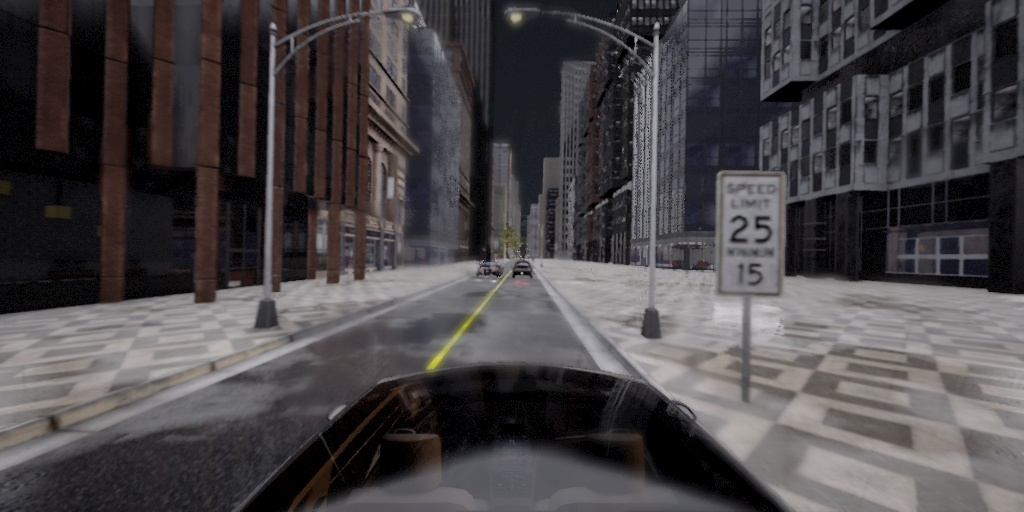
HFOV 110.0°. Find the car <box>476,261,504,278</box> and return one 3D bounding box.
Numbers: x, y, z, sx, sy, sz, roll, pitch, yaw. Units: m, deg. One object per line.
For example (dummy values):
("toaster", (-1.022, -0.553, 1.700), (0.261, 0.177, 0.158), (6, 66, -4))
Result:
("car", (-2.077, 1.146, 32.837), (1.994, 1.385, 4.181), (1, 0, 2))

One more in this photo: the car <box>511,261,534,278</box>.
("car", (0.988, 1.240, 33.360), (1.837, 1.490, 4.892), (1, 0, 3))
